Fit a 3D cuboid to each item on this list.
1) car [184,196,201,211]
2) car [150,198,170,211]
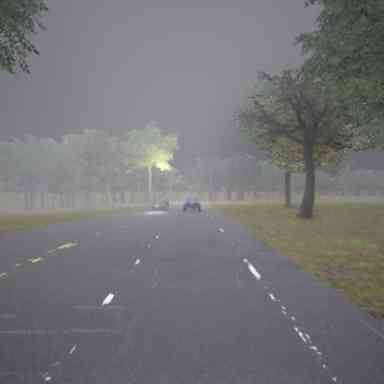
[{"bbox_3d":[0.006,1.428,42.218,2.097,1.767,4.553,0,0,0],"label":"car"},{"bbox_3d":[-3.966,1.575,42.055,2.128,1.511,4.902,0,0,5],"label":"car"}]
